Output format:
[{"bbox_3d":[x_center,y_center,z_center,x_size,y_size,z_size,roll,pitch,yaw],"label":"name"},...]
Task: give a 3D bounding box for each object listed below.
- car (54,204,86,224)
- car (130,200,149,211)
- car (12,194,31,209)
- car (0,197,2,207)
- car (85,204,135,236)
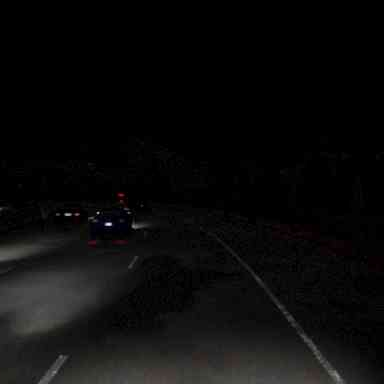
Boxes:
[{"bbox_3d":[-8.969,1.586,24.990,2.033,1.411,5.357,0,0,-12],"label":"car"},{"bbox_3d":[-6.772,1.645,42.286,1.994,1.385,4.181,0,0,-20],"label":"car"},{"bbox_3d":[-25.370,1.383,49.434,2.150,2.045,5.566,0,0,-27],"label":"car"},{"bbox_3d":[-33.356,1.449,55.893,2.150,2.045,5.566,0,0,-34],"label":"car"},{"bbox_3d":[-4.435,1.586,18.654,1.994,1.385,4.181,0,0,-7],"label":"car"}]
